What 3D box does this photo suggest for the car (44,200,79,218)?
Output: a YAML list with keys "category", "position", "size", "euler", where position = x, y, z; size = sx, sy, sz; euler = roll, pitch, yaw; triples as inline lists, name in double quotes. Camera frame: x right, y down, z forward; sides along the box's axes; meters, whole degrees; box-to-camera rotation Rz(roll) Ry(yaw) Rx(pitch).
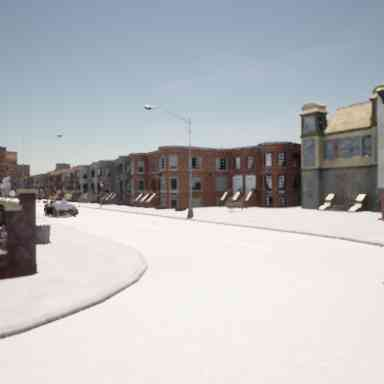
- category: "car"
  position: [-11.523, 1.430, 29.049]
  size: [2.033, 1.411, 5.357]
  euler: [-1, 1, -35]
